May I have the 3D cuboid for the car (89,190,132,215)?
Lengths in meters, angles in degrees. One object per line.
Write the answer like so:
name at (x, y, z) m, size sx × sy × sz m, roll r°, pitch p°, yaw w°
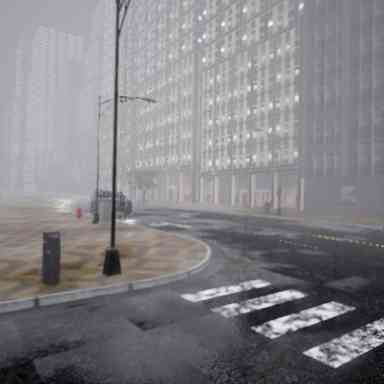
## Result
car at (-7.165, 0.879, 28.951) m, size 2.150 × 2.045 × 5.566 m, roll 2°, pitch 0°, yaw -35°
